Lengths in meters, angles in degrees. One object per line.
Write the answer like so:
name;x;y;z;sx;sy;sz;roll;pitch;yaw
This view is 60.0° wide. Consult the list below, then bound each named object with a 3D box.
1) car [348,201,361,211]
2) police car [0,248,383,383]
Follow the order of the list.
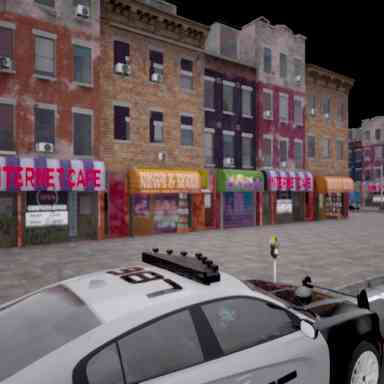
car;17.389;1.613;39.645;1.895;1.301;4.718;0;0;-36
police car;-0.006;1.424;3.253;5.238;1.638;1.930;0;0;-35
